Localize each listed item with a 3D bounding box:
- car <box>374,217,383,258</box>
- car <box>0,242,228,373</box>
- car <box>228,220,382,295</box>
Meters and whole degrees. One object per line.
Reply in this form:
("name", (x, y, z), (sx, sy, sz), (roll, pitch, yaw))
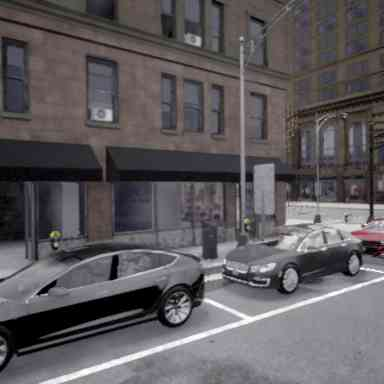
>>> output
("car", (7.221, 1.536, 11.810), (4.507, 1.381, 1.887), (0, -1, -35))
("car", (-1.744, 1.565, 5.417), (4.313, 1.339, 1.947), (0, -1, -35))
("car", (2.738, 1.546, 8.613), (4.403, 1.369, 2.008), (0, -1, -35))
